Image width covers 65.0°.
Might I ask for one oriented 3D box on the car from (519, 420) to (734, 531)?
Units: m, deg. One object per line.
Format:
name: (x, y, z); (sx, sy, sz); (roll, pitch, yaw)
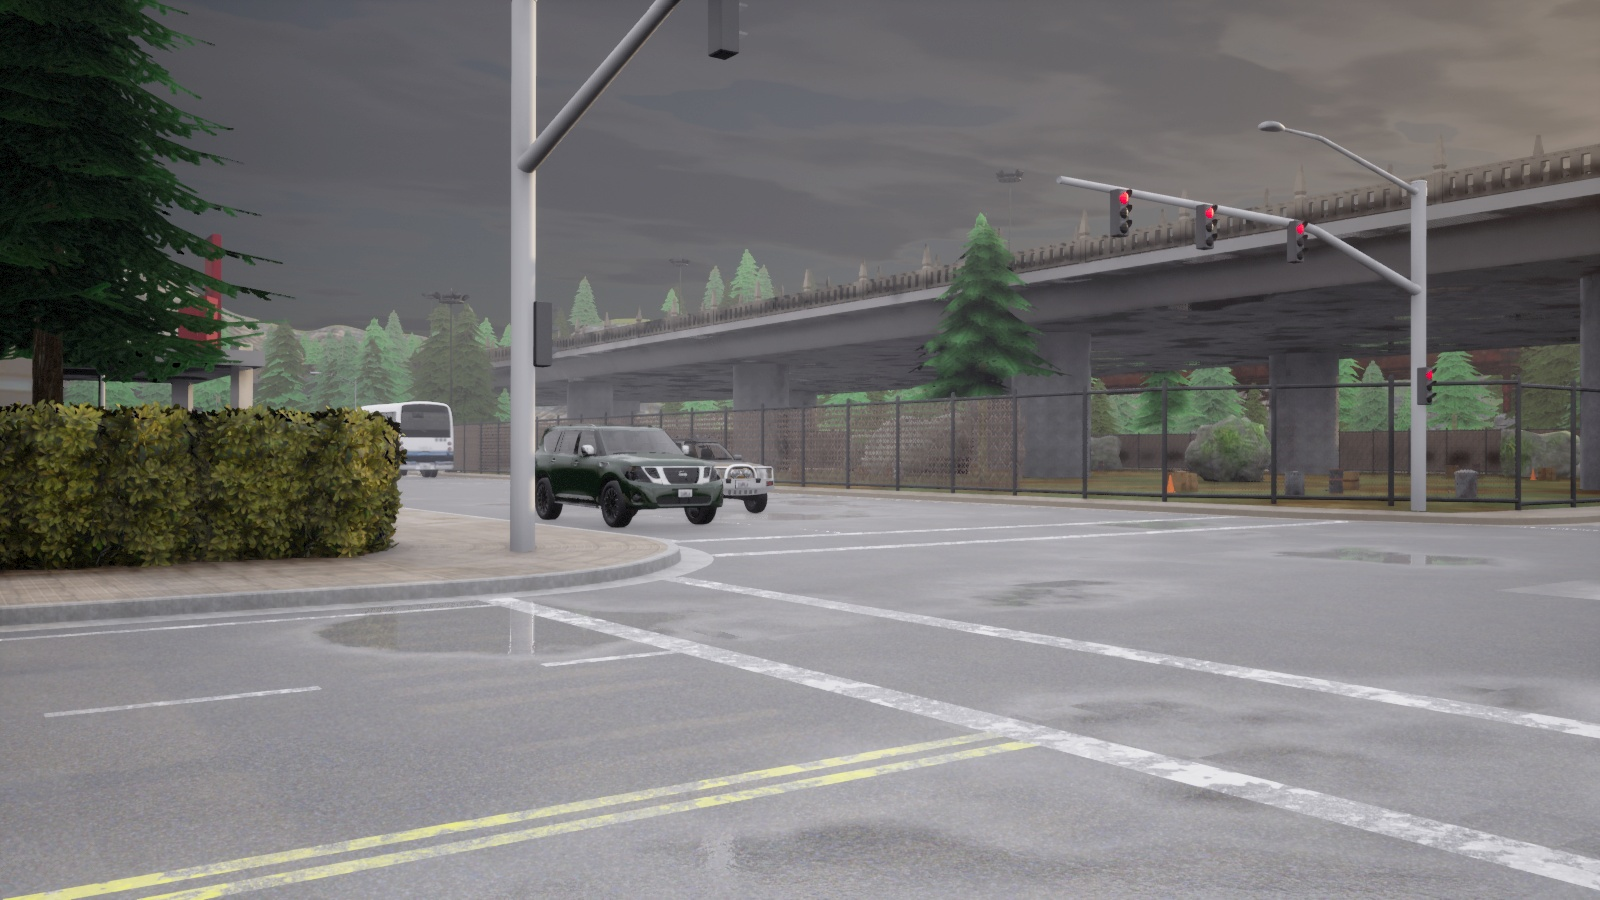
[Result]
car: (-3.753, 0.480, 26.071); (2.150, 2.045, 5.566); (0, 0, -35)

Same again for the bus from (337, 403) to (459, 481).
bus: (-23.583, -0.458, 73.134); (3.944, 4.253, 10.273); (0, 0, -35)

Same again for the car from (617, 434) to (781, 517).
car: (-2.549, 0.586, 30.481); (1.932, 1.855, 4.605); (0, 0, -35)
